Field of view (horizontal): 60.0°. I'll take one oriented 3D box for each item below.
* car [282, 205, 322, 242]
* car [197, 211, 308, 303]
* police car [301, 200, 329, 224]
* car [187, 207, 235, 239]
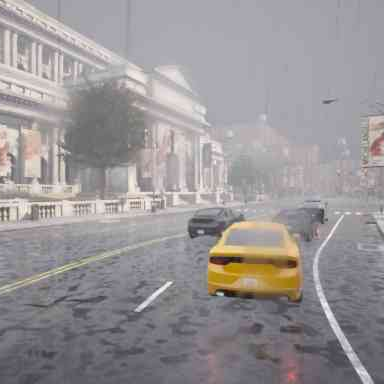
[{"bbox_3d":[5.137,1.564,16.715,1.994,1.385,4.181,0,0,26],"label":"car"},{"bbox_3d":[1.687,1.478,8.412,1.882,1.535,5.008,0,0,15],"label":"car"},{"bbox_3d":[9.132,1.425,25.075,1.930,1.638,5.238,0,0,27],"label":"police car"},{"bbox_3d":[1.404,1.507,17.010,1.837,1.490,4.892,0,0,25],"label":"car"}]
